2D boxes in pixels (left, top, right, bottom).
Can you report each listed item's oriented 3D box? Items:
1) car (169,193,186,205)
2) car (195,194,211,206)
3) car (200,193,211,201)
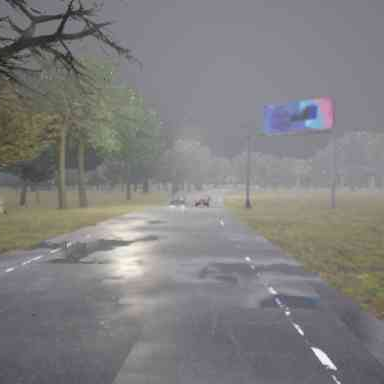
[{"bbox_3d":[-2.065,0.993,48.924,2.097,1.767,4.553,0,1,4],"label":"car"},{"bbox_3d":[1.478,1.273,46.611,1.895,1.301,4.718,0,1,3],"label":"car"},{"bbox_3d":[2.655,1.008,63.982,1.994,1.385,4.181,0,1,4],"label":"car"}]
